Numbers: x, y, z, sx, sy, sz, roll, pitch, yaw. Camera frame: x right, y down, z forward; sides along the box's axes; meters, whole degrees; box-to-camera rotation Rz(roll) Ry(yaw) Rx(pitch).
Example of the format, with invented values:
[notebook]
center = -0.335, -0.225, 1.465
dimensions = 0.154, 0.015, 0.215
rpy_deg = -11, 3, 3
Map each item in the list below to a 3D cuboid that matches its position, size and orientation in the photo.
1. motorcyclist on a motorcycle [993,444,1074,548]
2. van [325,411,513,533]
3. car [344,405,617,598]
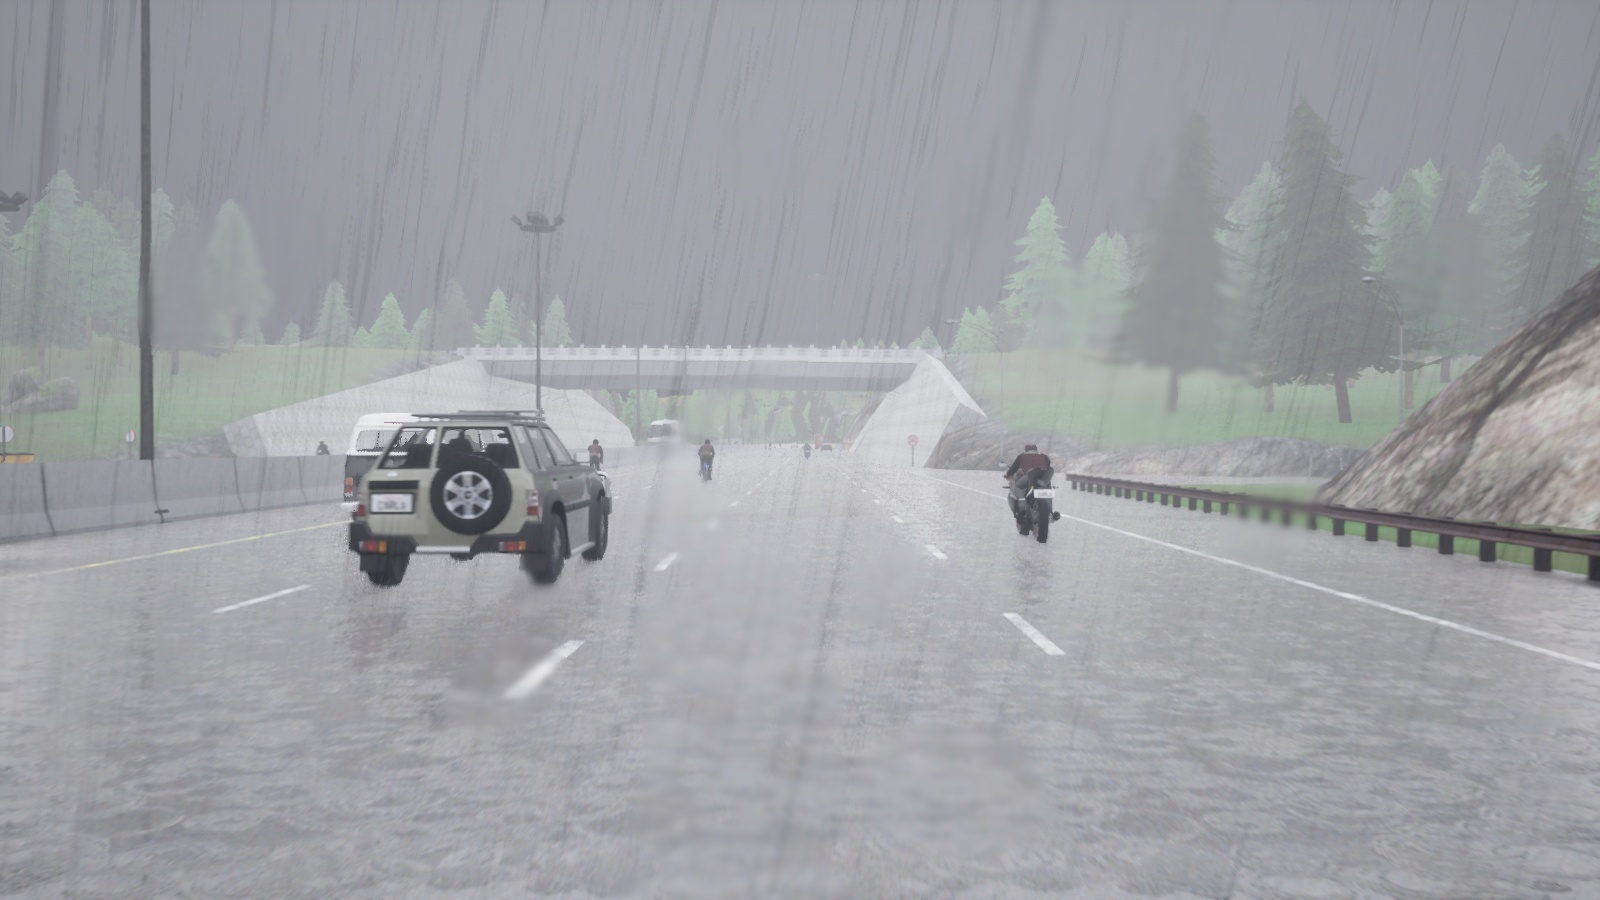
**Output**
[motorcyclist on a motorcycle]
center = 3.627, 0.673, 19.678
dimensions = 0.866, 1.530, 2.191
rpy_deg = 0, 0, 0
[van]
center = -6.852, 0.337, 23.146
dimensions = 2.069, 2.038, 4.480
rpy_deg = 0, 1, 0
[car]
center = -3.403, 0.479, 14.377
dimensions = 1.932, 1.855, 4.605
rpy_deg = 0, 0, 0
